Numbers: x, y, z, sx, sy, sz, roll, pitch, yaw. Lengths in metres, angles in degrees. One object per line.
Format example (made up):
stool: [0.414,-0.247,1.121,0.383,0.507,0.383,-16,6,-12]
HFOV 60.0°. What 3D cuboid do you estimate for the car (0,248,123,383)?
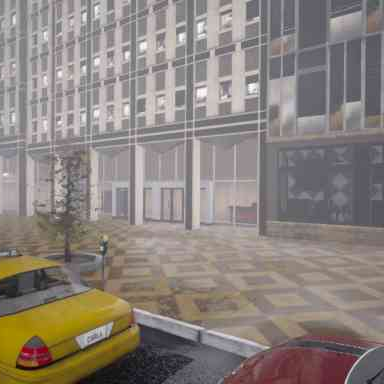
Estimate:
car: [-2.931,1.524,4.953,4.829,1.417,1.752,0,1,35]

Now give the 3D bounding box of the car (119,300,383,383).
car: [1.835,1.440,1.556,4.097,1.590,1.967,0,1,35]
